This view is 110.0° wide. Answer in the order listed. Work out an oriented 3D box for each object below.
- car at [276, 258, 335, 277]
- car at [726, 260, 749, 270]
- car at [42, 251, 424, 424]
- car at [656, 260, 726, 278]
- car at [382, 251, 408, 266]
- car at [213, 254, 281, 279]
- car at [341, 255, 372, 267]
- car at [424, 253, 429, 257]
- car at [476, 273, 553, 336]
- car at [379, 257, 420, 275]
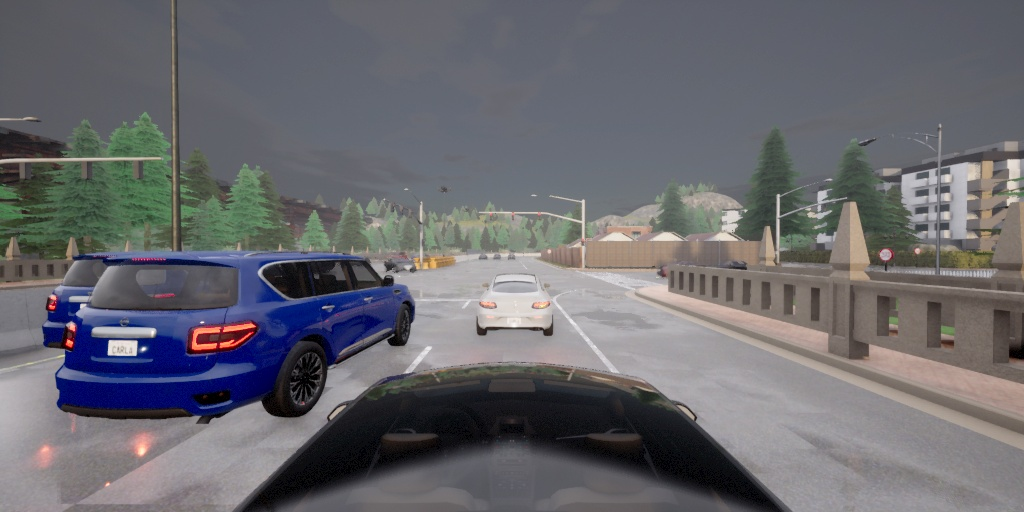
[{"bbox_3d":[-17.632,0.948,30.986,2.033,1.411,5.357,0,1,0],"label":"car"},{"bbox_3d":[18.037,1.014,29.982,4.718,1.301,1.895,0,1,2],"label":"car"},{"bbox_3d":[-3.487,0.934,6.073,2.150,2.045,5.566,0,1,4],"label":"car"},{"bbox_3d":[12.960,1.021,26.581,4.181,1.385,1.994,0,1,3],"label":"car"},{"bbox_3d":[-17.648,0.319,54.491,2.150,2.045,5.566,0,1,0],"label":"car"},{"bbox_3d":[-21.128,0.779,28.890,2.097,1.767,4.553,0,1,0],"label":"car"},{"bbox_3d":[-21.146,0.659,49.056,2.128,1.511,4.902,0,1,0],"label":"car"},{"bbox_3d":[-14.149,0.631,55.550,2.033,1.411,5.357,0,1,0],"label":"car"},{"bbox_3d":[0.110,1.195,9.993,1.812,1.442,4.674,0,1,2],"label":"car"},{"bbox_3d":[-10.684,0.856,33.797,2.128,1.511,4.902,-1,1,-37],"label":"car"}]
